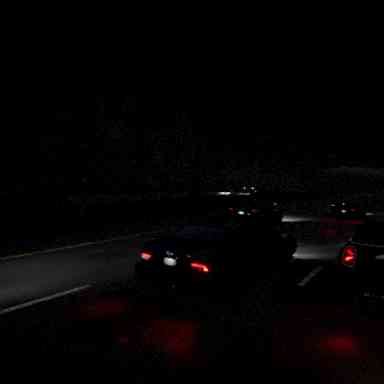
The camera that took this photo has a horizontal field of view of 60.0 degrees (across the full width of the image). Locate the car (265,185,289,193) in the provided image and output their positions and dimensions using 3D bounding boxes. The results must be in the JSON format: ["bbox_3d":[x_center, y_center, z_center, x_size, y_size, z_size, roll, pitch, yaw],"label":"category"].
[{"bbox_3d":[13.877,0.008,53.421,1.895,1.301,4.718,3,3,34],"label":"car"}]

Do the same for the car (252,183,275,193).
[{"bbox_3d":[13.098,-0.593,58.517,2.150,2.045,5.566,3,3,34],"label":"car"}]

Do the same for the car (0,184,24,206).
[{"bbox_3d":[-14.533,0.212,23.079,1.837,1.490,4.892,3,2,33],"label":"car"}]

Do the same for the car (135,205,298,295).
[{"bbox_3d":[0.991,1.287,8.144,2.033,1.411,5.357,3,2,34],"label":"car"}]

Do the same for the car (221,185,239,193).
[{"bbox_3d":[7.189,-0.575,62.270,1.994,1.385,4.181,3,3,34],"label":"car"}]

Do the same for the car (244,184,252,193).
[{"bbox_3d":[11.466,-0.662,62.401,2.097,1.767,4.553,3,3,34],"label":"car"}]

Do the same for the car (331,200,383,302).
[{"bbox_3d":[4.629,1.240,7.304,2.097,1.767,4.553,3,2,33],"label":"car"}]

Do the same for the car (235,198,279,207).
[{"bbox_3d":[3.598,1.010,18.469,1.994,1.385,4.181,3,3,33],"label":"car"}]

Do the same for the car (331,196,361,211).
[{"bbox_3d":[11.144,1.007,23.563,1.812,1.442,4.674,3,3,33],"label":"car"}]

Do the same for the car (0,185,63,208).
[{"bbox_3d":[-11.003,0.362,22.081,1.837,1.490,4.892,3,2,33],"label":"car"}]
